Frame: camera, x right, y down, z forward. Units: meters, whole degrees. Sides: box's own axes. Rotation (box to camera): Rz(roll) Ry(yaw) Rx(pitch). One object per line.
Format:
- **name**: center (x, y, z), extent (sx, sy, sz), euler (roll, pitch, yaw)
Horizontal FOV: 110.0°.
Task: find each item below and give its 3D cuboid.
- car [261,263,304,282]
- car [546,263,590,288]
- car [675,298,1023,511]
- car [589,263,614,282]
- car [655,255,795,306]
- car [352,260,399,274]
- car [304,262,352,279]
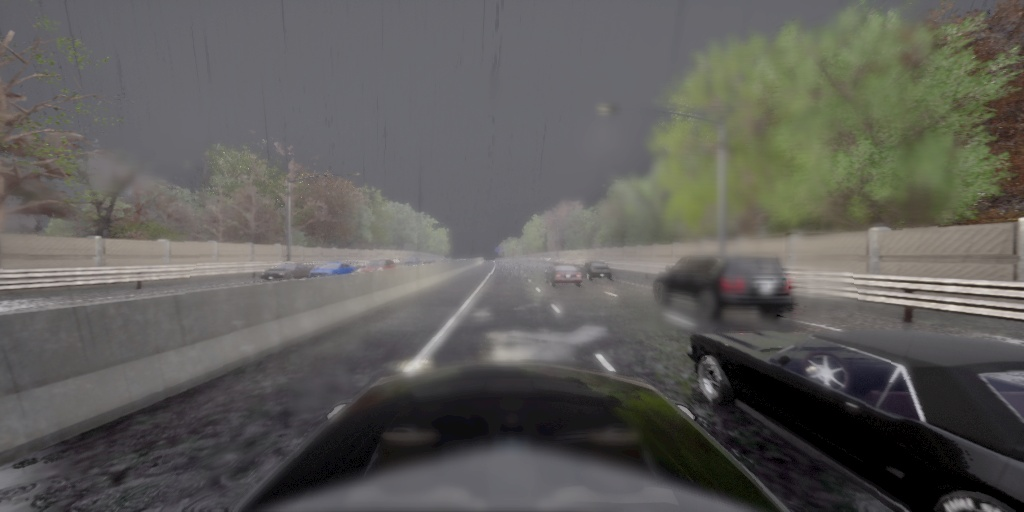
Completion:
- **car**: center (-17.843, 1.315, 29.205), extent (2.033, 1.411, 5.357), euler (0, 0, -1)
- **car**: center (3.436, 1.309, 23.877), extent (2.033, 1.411, 5.357), euler (0, 0, -1)
- **car**: center (3.566, 1.351, 3.320), extent (1.895, 1.301, 4.718), euler (0, 0, 0)
- **car**: center (6.858, 1.270, 29.242), extent (1.837, 1.490, 4.892), euler (0, 0, -1)
- **car**: center (7.049, 0.976, 12.643), extent (2.150, 2.045, 5.566), euler (0, 0, 0)
- **car**: center (-10.838, 1.117, 29.331), extent (2.097, 1.767, 4.553), euler (0, 0, -1)
- **car**: center (-14.334, 1.242, 29.067), extent (1.882, 1.535, 5.008), euler (0, 0, -1)
